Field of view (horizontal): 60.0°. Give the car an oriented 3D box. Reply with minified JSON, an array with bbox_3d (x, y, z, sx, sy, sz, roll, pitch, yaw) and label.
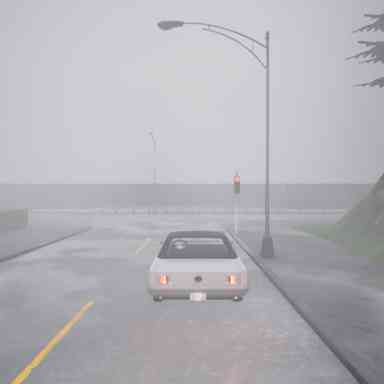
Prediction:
[{"bbox_3d":[0.116,1.601,8.226,1.895,1.301,4.718,0,0,0],"label":"car"}]
